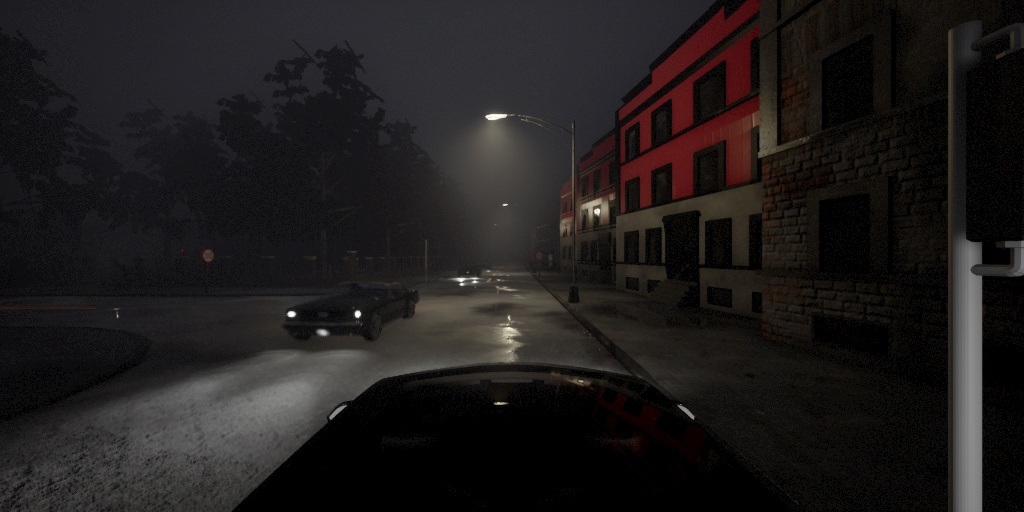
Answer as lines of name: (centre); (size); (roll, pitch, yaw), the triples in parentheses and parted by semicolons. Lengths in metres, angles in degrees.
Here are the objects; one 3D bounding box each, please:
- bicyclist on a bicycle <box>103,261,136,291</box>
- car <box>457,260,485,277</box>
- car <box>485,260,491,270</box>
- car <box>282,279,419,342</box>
bicyclist on a bicycle: (-21.808, 1.099, 19.947); (0.582, 1.620, 1.656); (0, 0, 0)
car: (-4.024, 1.314, 34.662); (1.994, 1.385, 4.181); (0, 0, 0)
car: (-3.971, 1.298, 51.761); (2.033, 1.411, 5.357); (0, 0, 0)
car: (-4.081, 1.351, 9.959); (1.895, 1.301, 4.718); (0, 0, 0)
